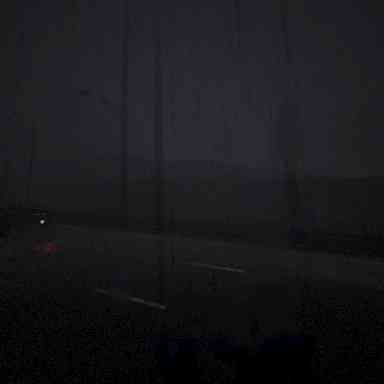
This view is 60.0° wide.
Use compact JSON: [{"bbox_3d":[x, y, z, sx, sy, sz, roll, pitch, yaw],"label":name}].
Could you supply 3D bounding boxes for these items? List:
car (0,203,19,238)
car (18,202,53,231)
[{"bbox_3d":[-10.581,1.380,15.840,5.008,1.535,1.882,0,0,36],"label":"car"},{"bbox_3d":[-10.317,1.396,19.950,4.892,1.490,1.837,0,0,36],"label":"car"}]
